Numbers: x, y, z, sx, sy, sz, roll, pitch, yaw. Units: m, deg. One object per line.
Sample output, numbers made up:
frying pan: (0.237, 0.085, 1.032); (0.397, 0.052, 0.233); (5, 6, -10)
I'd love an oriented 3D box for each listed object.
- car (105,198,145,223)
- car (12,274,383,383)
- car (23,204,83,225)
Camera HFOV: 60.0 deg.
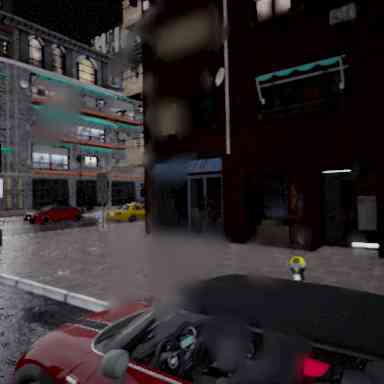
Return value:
car: (-3.983, 1.424, 24.108); (1.752, 1.417, 4.829); (-1, 0, 36)
car: (0.282, 1.451, 2.751); (4.097, 1.590, 1.967); (-1, -1, 36)
car: (-10.403, 1.641, 25.163); (1.994, 1.385, 4.181); (-2, -1, 36)
